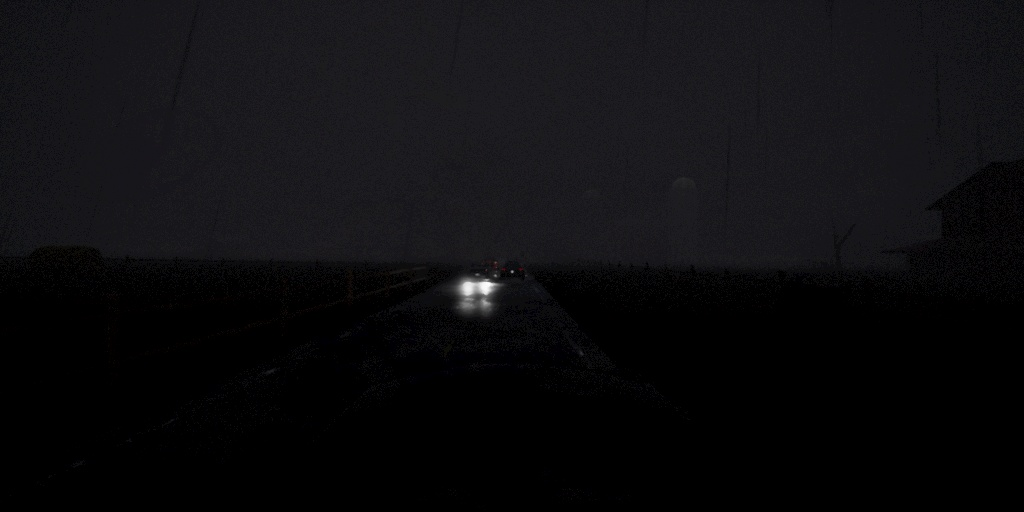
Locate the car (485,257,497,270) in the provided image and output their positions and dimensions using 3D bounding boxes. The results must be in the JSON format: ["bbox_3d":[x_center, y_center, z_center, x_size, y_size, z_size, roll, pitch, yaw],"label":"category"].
[{"bbox_3d":[-2.753,0.858,45.254,2.097,1.767,4.553,0,0,0],"label":"car"}]

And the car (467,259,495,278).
[{"bbox_3d":[-2.755,1.187,31.145,1.895,1.301,4.718,0,0,0],"label":"car"}]

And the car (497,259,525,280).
[{"bbox_3d":[0.027,1.159,29.474,1.994,1.385,4.181,0,0,0],"label":"car"}]
